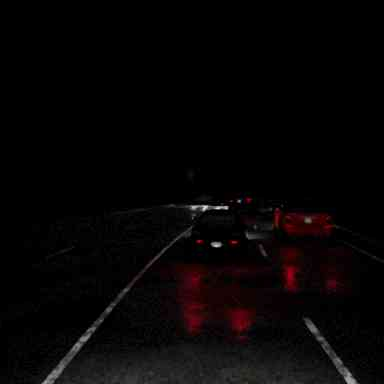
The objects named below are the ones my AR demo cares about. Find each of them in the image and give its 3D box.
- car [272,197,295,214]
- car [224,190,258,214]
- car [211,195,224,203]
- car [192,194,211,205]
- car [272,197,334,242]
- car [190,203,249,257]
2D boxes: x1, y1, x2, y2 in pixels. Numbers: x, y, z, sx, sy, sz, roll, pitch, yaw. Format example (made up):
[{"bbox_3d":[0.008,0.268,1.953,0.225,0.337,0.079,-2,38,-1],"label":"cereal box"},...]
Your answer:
[{"bbox_3d":[8.660,1.184,31.322,1.994,1.385,4.181,0,1,17],"label":"car"},{"bbox_3d":[4.730,0.839,30.476,2.150,2.045,5.566,0,1,16],"label":"car"},{"bbox_3d":[4.466,1.021,41.272,2.033,1.411,5.357,0,1,21],"label":"car"},{"bbox_3d":[1.589,0.959,43.381,1.812,1.442,4.674,0,1,22],"label":"car"},{"bbox_3d":[5.031,1.162,15.562,2.097,1.767,4.553,0,1,9],"label":"car"},{"bbox_3d":[1.017,1.368,12.233,1.812,1.442,4.674,0,1,7],"label":"car"}]
